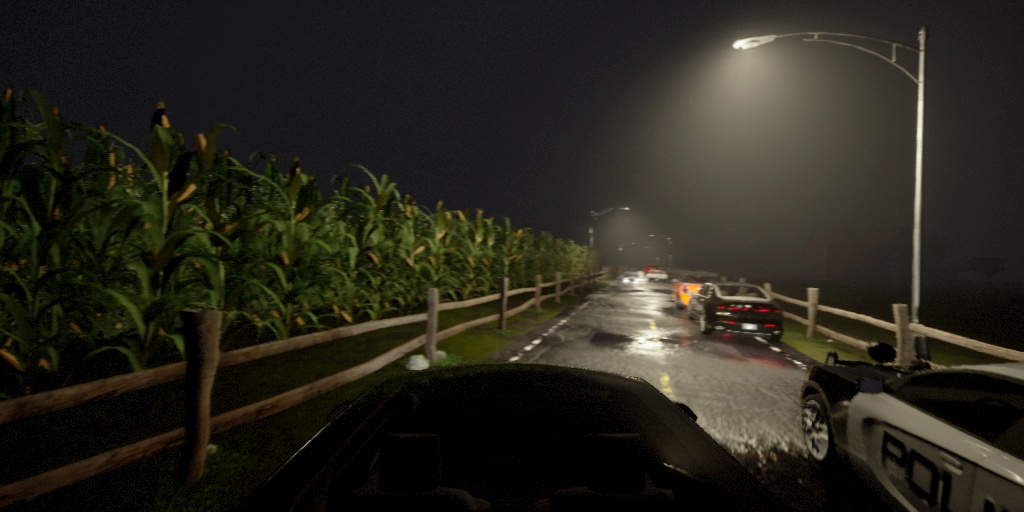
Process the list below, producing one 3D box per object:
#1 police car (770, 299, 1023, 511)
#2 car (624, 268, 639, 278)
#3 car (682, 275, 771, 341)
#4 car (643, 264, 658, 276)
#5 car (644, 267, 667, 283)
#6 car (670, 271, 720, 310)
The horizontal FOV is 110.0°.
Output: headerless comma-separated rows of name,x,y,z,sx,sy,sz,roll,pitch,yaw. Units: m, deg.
police car,3.493,1.302,1.968,1.930,1.638,5.238,2,0,19
car,16.674,2.371,50.044,1.895,1.301,4.718,2,-1,19
car,6.783,1.572,11.291,1.837,1.490,4.892,2,0,19
car,20.949,2.186,53.859,2.150,2.045,5.566,2,-1,19
car,16.059,2.248,39.877,1.895,1.301,4.718,2,-1,20
car,8.776,1.533,16.921,2.097,1.767,4.553,2,0,19
